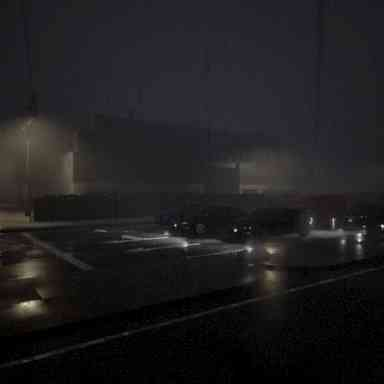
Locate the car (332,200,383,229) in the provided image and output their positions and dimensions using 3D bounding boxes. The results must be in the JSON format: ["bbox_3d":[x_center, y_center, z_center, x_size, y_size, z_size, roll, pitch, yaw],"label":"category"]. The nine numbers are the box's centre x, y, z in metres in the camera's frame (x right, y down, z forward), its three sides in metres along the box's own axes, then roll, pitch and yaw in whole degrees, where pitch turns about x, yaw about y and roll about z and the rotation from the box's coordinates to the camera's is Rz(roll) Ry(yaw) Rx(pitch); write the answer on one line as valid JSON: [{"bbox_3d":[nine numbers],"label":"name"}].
[{"bbox_3d":[11.714,1.492,21.747,4.902,1.511,2.128,0,0,-35],"label":"car"}]

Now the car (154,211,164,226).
[{"bbox_3d":[-0.141,1.478,22.123,5.008,1.535,1.882,0,0,-34],"label":"car"}]

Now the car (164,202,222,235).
[{"bbox_3d":[1.137,1.505,18.758,4.892,1.490,1.837,0,0,-34],"label":"car"}]

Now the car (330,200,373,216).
[{"bbox_3d":[16.032,1.526,33.257,4.674,1.442,1.812,0,0,-35],"label":"car"}]

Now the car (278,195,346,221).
[{"bbox_3d":[9.160,1.221,24.235,5.566,2.045,2.150,0,0,-35],"label":"car"}]

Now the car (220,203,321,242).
[{"bbox_3d":[3.970,1.505,16.464,4.892,1.490,1.837,0,0,-34],"label":"car"}]
